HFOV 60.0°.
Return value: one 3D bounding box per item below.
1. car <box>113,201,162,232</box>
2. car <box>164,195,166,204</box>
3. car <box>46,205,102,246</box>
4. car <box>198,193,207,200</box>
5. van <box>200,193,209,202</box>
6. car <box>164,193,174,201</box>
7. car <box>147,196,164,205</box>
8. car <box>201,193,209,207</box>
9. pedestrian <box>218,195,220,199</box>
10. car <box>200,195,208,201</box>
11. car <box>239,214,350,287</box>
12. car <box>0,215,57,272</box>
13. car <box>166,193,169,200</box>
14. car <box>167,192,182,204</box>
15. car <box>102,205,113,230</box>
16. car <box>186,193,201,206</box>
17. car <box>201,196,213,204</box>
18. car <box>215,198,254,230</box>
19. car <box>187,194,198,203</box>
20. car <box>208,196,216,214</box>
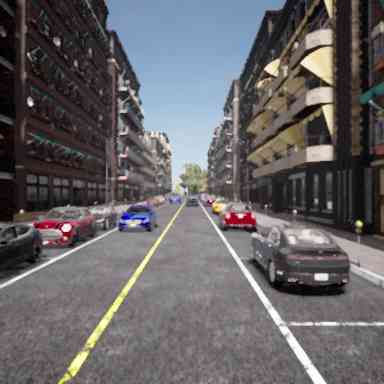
[{"bbox_3d":[-3.105,1.484,19.862,1.812,1.442,4.674,0,0,0],"label":"car"},{"bbox_3d":[-5.671,1.417,54.283,1.752,1.417,4.829,1,0,0],"label":"car"},{"bbox_3d":[-5.675,1.408,14.821,1.967,1.590,4.097,1,0,0],"label":"car"},{"bbox_3d":[2.716,1.150,88.381,2.192,1.841,5.009,1,0,0],"label":"car"},{"bbox_3d":[2.713,1.203,71.396,1.690,1.788,3.998,1,0,0],"label":"van"},{"bbox_3d":[-5.665,1.159,82.760,2.192,1.841,5.009,1,0,0],"label":"car"},{"bbox_3d":[-5.672,1.447,48.792,1.887,1.381,4.507,1,0,0],"label":"car"},{"bbox_3d":[2.709,1.343,48.750,1.967,1.590,4.097,1,0,0],"label":"car"},{"bbox_3d":[3.004,1.219,37.189,0.375,1.860,0.375,1,-1,-3],"label":"pedestrian"},{"bbox_3d":[2.710,1.435,77.058,1.802,1.307,4.206,1,0,0],"label":"car"},{"bbox_3d":[2.703,1.531,9.118,2.008,1.369,4.403,1,0,0],"label":"car"},{"bbox_3d":[-5.678,1.546,9.160,1.947,1.339,4.313,1,0,0],"label":"car"},{"bbox_3d":[-5.671,1.407,59.944,1.752,1.417,4.829,1,0,0],"label":"car"},{"bbox_3d":[-3.018,1.101,61.096,2.150,2.045,5.566,0,0,1],"label":"car"},{"bbox_3d":[-5.676,1.508,20.483,2.008,1.369,4.403,1,0,0],"label":"car"},{"bbox_3d":[0.037,1.391,50.782,2.128,1.511,4.902,0,0,1],"label":"car"},{"bbox_3d":[2.709,1.432,60.073,2.008,1.369,4.403,1,0,0],"label":"car"},{"bbox_3d":[2.706,1.398,20.441,1.967,1.590,4.097,1,0,0],"label":"car"},{"bbox_3d":[0.008,1.221,65.843,2.097,1.767,4.553,0,0,0],"label":"car"},{"bbox_3d":[3.004,1.386,34.182,1.801,1.575,5.366,0,0,0],"label":"car"}]
